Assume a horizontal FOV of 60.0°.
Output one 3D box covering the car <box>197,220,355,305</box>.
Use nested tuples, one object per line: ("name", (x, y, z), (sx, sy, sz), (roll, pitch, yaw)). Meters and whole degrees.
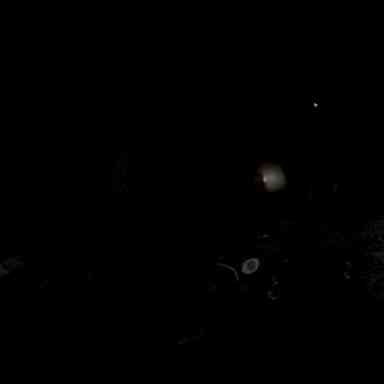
("car", (2.079, 1.447, 8.018), (4.097, 1.590, 1.967), (0, 0, -36))

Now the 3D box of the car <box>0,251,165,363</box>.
("car", (-2.400, 1.583, 4.823), (4.206, 1.307, 1.802), (0, 0, -35))
